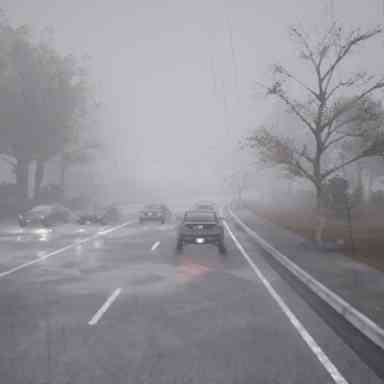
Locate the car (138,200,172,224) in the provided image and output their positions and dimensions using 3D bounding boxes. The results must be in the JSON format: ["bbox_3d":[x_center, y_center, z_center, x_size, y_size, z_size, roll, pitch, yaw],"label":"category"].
[{"bbox_3d":[-2.704,1.556,25.016,2.033,1.411,5.357,0,0,3],"label":"car"}]

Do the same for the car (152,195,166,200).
[{"bbox_3d":[-6.267,1.218,64.259,1.882,1.535,5.008,0,0,7],"label":"car"}]

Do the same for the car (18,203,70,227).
[{"bbox_3d":[-10.001,1.528,22.937,1.812,1.442,4.674,0,0,3],"label":"car"}]

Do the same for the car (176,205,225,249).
[{"bbox_3d":[0.372,1.511,14.523,1.837,1.490,4.892,0,0,2],"label":"car"}]

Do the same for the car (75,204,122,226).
[{"bbox_3d":[-6.470,1.553,23.798,2.033,1.411,5.357,0,0,3],"label":"car"}]

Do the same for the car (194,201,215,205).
[{"bbox_3d":[1.205,1.540,31.602,1.812,1.442,4.674,0,0,4],"label":"car"}]
